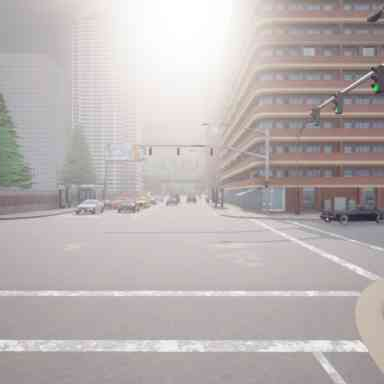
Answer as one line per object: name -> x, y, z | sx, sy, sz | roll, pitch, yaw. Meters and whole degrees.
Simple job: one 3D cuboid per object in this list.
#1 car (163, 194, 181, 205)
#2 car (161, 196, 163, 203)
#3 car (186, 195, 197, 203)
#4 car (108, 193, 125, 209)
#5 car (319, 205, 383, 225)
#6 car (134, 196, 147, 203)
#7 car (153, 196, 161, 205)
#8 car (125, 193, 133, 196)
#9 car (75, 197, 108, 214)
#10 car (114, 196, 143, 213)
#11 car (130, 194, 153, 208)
car -> -3.473, 1.547, 58.234 | 2.033, 1.411, 5.357 | 0, 0, 0
car -> -7.092, 1.510, 72.100 | 1.812, 1.442, 4.674 | 0, 0, 0
car -> -0.089, 1.350, 69.723 | 2.097, 1.767, 4.553 | 0, 0, 0
car -> -10.654, 1.352, 43.923 | 2.097, 1.767, 4.553 | 0, 0, 0
car -> 11.393, 1.545, 23.237 | 4.718, 1.301, 1.895 | 0, 0, -13
car -> -10.587, 1.504, 68.653 | 1.837, 1.490, 4.892 | 0, 0, 0
car -> -7.154, 1.492, 57.587 | 2.128, 1.511, 4.902 | 0, 0, 0
car -> -10.661, 1.223, 54.648 | 2.150, 2.045, 5.566 | 0, 0, 0
car -> -10.644, 1.526, 34.976 | 1.812, 1.442, 4.674 | 0, 0, 2
car -> -7.133, 1.526, 37.812 | 1.812, 1.442, 4.674 | 0, 0, 0
car -> -7.157, 1.477, 47.151 | 1.882, 1.535, 5.008 | 0, 0, 0
